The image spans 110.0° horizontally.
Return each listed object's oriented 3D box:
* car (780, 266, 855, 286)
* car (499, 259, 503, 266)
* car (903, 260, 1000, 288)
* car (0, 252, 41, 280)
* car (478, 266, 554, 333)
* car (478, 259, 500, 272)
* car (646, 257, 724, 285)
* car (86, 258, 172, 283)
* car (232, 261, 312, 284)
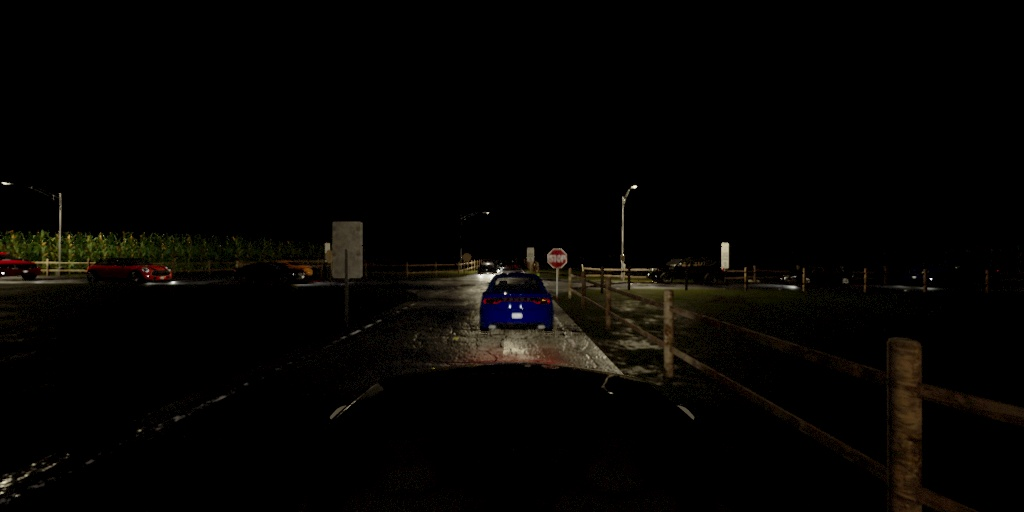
[{"bbox_3d":[23.561,1.495,27.729,4.892,1.490,1.837,1,0,1],"label":"car"},{"bbox_3d":[-2.732,1.325,54.051,1.837,1.490,4.892,0,-1,0],"label":"car"},{"bbox_3d":[33.764,1.304,27.603,5.566,2.045,2.150,1,0,1],"label":"car"},{"bbox_3d":[-37.295,0.726,25.493,5.566,2.045,2.150,0,0,1],"label":"car"},{"bbox_3d":[0.119,1.240,10.885,1.882,1.535,5.008,0,0,0],"label":"car"},{"bbox_3d":[-2.767,1.365,41.242,1.994,1.385,4.181,0,0,1],"label":"car"},{"bbox_3d":[13.403,1.124,27.863,5.566,2.045,2.150,0,0,1],"label":"car"},{"bbox_3d":[-26.957,0.937,25.367,4.553,1.767,2.097,0,0,1],"label":"car"},{"bbox_3d":[-17.025,1.188,25.247,4.674,1.442,1.812,0,0,1],"label":"car"}]
